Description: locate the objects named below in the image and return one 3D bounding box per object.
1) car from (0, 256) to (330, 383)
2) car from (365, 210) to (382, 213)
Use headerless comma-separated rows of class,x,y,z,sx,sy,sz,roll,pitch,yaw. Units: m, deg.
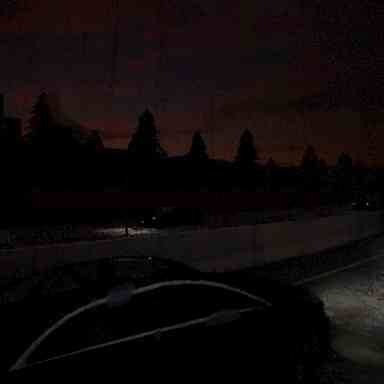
car,-0.436,1.491,3.616,4.902,1.511,2.128,0,0,-37
car,18.227,1.547,31.693,2.033,1.411,5.357,0,0,43
